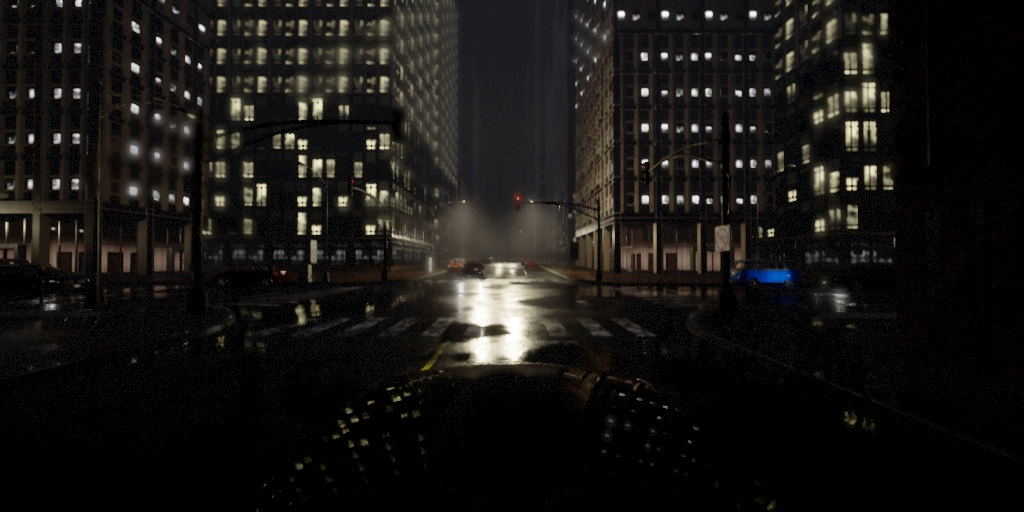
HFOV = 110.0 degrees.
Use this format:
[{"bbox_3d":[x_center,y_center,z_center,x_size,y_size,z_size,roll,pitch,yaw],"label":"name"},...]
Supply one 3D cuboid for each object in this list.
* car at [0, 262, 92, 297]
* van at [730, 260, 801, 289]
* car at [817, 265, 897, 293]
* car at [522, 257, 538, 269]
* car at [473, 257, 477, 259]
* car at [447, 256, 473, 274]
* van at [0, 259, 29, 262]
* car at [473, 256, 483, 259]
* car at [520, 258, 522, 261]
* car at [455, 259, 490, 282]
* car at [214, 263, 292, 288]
[{"bbox_3d":[-23.025,1.150,17.067,4.674,1.442,1.812,0,-1,0],"label":"car"},{"bbox_3d":[15.973,1.117,22.771,3.998,1.789,1.690,0,0,0],"label":"van"},{"bbox_3d":[20.011,1.249,20.185,4.892,1.490,1.837,0,-1,0],"label":"car"},{"bbox_3d":[2.673,1.138,49.489,1.802,1.307,4.207,0,0,0],"label":"car"},{"bbox_3d":[-5.706,1.161,43.849,1.802,1.307,4.207,0,0,0],"label":"car"},{"bbox_3d":[-5.704,1.041,38.273,1.967,1.591,4.097,0,0,0],"label":"car"},{"bbox_3d":[-33.446,1.038,22.865,3.998,1.789,1.690,0,0,0],"label":"van"},{"bbox_3d":[-5.708,0.871,49.424,2.192,1.841,5.009,0,0,0],"label":"car"},{"bbox_3d":[2.669,1.036,60.814,1.751,1.417,4.829,0,0,0],"label":"car"},{"bbox_3d":[-3.010,1.176,28.080,1.812,1.442,4.674,0,0,0],"label":"car"},{"bbox_3d":[-16.501,1.161,22.833,4.097,1.591,1.967,0,0,0],"label":"car"}]
